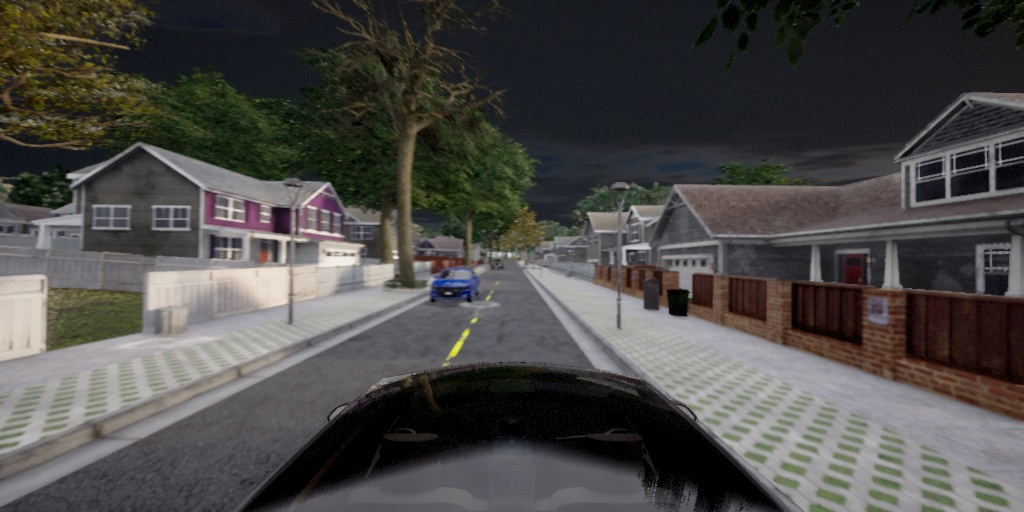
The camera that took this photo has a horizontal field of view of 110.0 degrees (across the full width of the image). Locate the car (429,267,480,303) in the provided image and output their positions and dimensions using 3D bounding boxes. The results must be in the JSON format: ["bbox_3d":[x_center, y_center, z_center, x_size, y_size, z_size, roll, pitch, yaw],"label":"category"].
[{"bbox_3d":[-2.653,1.302,17.487,1.882,1.535,5.008,1,0,0],"label":"car"}]

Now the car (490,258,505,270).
[{"bbox_3d":[-2.411,1.368,60.827,2.150,2.045,5.566,1,0,0],"label":"car"}]
